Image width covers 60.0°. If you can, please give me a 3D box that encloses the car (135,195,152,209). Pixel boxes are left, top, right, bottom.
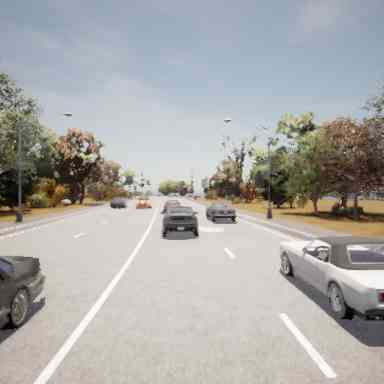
[{"bbox_3d":[-6.507,1.370,44.970,2.097,1.767,4.553,0,0,-5],"label":"car"}]

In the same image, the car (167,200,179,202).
[{"bbox_3d":[-2.079,1.574,36.302,1.994,1.385,4.181,0,0,-5],"label":"car"}]

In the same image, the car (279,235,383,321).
[{"bbox_3d":[3.407,1.596,7.255,1.895,1.301,4.718,0,0,-2],"label":"car"}]

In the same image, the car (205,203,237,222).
[{"bbox_3d":[2.240,1.549,26.650,2.033,1.411,5.357,0,0,-5],"label":"car"}]

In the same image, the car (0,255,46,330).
[{"bbox_3d":[-3.695,1.556,4.159,2.033,1.411,5.357,0,0,-1],"label":"car"}]

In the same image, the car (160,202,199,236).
[{"bbox_3d":[-0.683,1.510,18.452,1.837,1.490,4.892,0,0,-4],"label":"car"}]

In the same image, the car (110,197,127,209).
[{"bbox_3d":[-10.093,1.502,45.841,1.882,1.535,5.008,0,0,-5],"label":"car"}]
